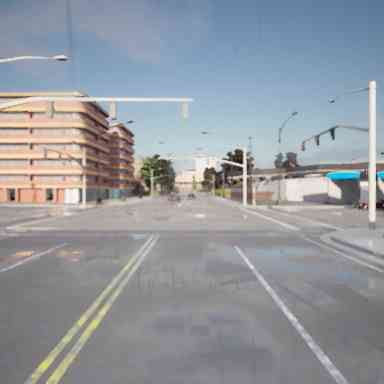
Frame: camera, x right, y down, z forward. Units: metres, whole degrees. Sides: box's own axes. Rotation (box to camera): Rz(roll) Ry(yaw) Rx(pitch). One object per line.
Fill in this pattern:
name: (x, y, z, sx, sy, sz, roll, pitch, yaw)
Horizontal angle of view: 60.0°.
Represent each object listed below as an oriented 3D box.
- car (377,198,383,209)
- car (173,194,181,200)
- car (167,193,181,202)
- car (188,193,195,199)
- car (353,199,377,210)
car: (21.904, 1.328, 33.902, 4.674, 1.442, 1.812, 0, 0, -1)
car: (-3.610, 1.140, 80.158, 1.895, 1.301, 4.718, 0, 0, 0)
car: (-3.606, 0.985, 64.559, 2.097, 1.767, 4.553, 0, 0, 0)
car: (-0.112, 0.874, 81.715, 1.812, 1.442, 4.674, 0, 0, 0)
car: (20.763, 1.383, 37.335, 4.718, 1.301, 1.895, 0, 0, 0)
